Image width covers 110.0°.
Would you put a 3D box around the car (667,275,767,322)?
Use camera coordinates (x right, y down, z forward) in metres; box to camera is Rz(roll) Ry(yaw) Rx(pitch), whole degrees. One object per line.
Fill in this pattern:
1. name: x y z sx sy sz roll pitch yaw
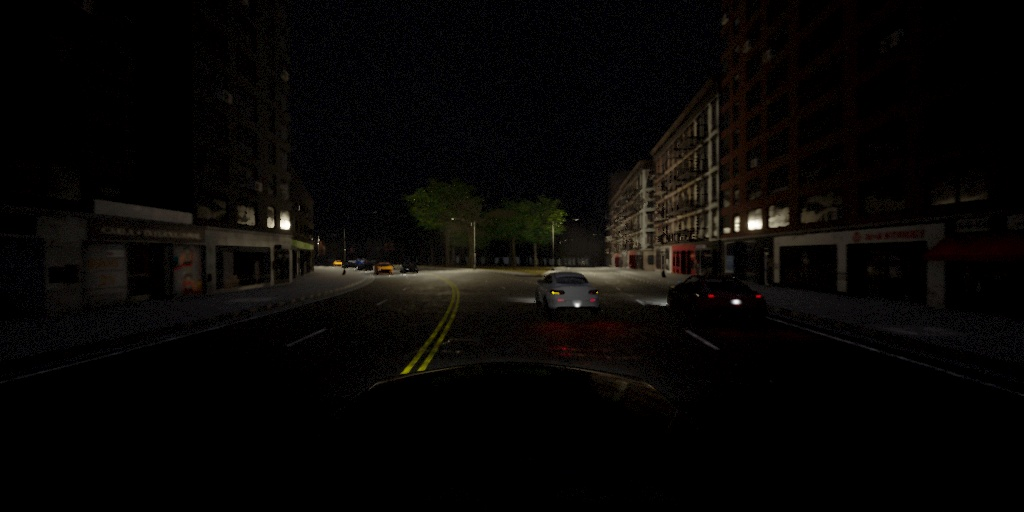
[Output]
1. car: 6.908 1.336 12.532 1.994 1.385 4.181 0 0 9

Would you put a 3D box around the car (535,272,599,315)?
1. car: 1.996 1.327 13.679 1.812 1.442 4.674 0 0 -2

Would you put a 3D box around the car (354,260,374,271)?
1. car: -24.336 1.800 59.616 1.994 1.385 4.181 0 0 -33

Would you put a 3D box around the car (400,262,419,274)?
1. car: -13.565 1.594 47.394 1.837 1.490 4.892 -1 0 -26

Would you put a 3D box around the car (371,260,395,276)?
1. car: -16.262 1.608 45.413 1.882 1.535 5.008 -1 0 -25
